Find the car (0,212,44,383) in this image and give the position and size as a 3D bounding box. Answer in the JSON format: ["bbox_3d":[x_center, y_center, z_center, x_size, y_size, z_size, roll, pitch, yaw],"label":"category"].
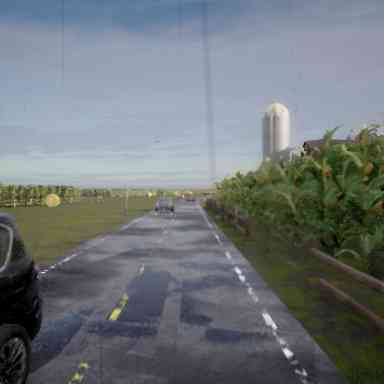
[{"bbox_3d":[-2.869,1.220,1.810,2.150,2.045,5.566,0,0,0],"label":"car"}]

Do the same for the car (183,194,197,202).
[{"bbox_3d":[-0.210,1.452,69.948,1.994,1.385,4.181,0,0,1],"label":"car"}]

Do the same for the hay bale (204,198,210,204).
[{"bbox_3d":[2.800,1.696,61.983,1.220,1.180,1.240,0,0,1],"label":"hay bale"}]

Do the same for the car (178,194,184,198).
[{"bbox_3d":[-2.720,1.142,79.277,1.882,1.535,5.008,0,0,2],"label":"car"}]

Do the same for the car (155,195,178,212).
[{"bbox_3d":[-3.121,1.383,38.833,2.097,1.767,4.553,0,0,0],"label":"car"}]

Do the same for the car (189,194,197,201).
[{"bbox_3d":[0.237,1.393,85.345,1.837,1.490,4.892,0,0,2],"label":"car"}]
